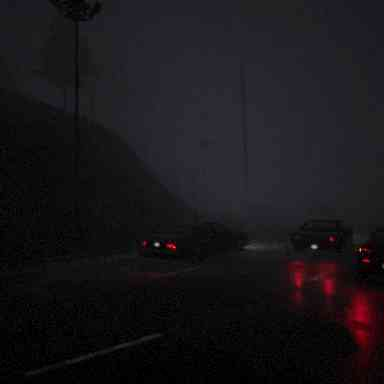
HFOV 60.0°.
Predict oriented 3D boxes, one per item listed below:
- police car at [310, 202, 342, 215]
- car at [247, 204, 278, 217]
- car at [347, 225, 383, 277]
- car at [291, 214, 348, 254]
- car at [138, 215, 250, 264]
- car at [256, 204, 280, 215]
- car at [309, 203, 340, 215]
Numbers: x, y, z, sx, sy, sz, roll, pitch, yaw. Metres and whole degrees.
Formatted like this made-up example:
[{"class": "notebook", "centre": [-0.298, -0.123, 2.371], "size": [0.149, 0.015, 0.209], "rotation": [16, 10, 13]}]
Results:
[{"class": "police car", "centre": [18.647, 2.311, 46.665], "size": [1.930, 1.638, 5.238], "rotation": [0, -1, -7]}, {"class": "car", "centre": [8.896, 2.465, 43.800], "size": [2.033, 1.411, 5.357], "rotation": [0, -1, -10]}, {"class": "car", "centre": [6.346, 1.698, 10.009], "size": [1.812, 1.442, 4.674], "rotation": [-1, -1, 40]}, {"class": "car", "centre": [6.011, 1.890, 14.985], "size": [1.895, 1.301, 4.718], "rotation": [-1, -1, 33]}, {"class": "car", "centre": [0.321, 1.852, 13.163], "size": [2.033, 1.411, 5.357], "rotation": [-1, -1, 37]}, {"class": "car", "centre": [11.297, 2.551, 49.578], "size": [1.812, 1.442, 4.674], "rotation": [0, -1, -9]}, {"class": "car", "centre": [15.704, 2.241, 40.013], "size": [1.882, 1.535, 5.008], "rotation": [0, -1, -2]}]
